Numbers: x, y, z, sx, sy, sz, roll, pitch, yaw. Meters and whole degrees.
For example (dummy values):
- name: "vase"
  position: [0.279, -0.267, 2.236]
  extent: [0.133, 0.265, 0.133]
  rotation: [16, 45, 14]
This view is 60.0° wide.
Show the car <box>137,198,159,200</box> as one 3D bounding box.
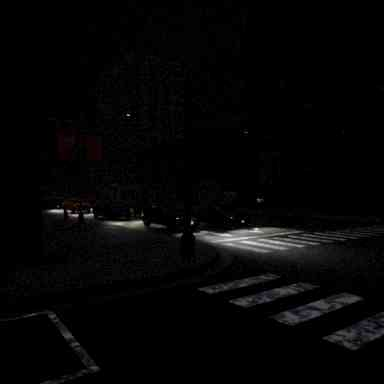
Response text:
- name: "car"
  position: [-3.578, 1.313, 29.243]
  extent: [2.097, 1.767, 4.553]
  rotation: [0, 0, -36]

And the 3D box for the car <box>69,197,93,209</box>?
- name: "car"
  position: [-15.260, 1.457, 45.541]
  extent: [1.812, 1.442, 4.674]
  rotation: [0, 0, -35]

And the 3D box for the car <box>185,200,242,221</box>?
- name: "car"
  position: [1.697, 1.455, 27.819]
  extent: [2.128, 1.511, 4.902]
  rotation: [0, 0, -36]

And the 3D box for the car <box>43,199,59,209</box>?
- name: "car"
  position: [-18.382, 1.535, 44.322]
  extent: [1.895, 1.301, 4.718]
  rotation: [0, 0, -35]

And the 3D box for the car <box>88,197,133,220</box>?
- name: "car"
  position: [-6.851, 1.441, 28.227]
  extent: [1.882, 1.535, 5.008]
  rotation: [0, 0, -36]

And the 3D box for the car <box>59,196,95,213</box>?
- name: "car"
  position: [-12.623, 1.426, 36.249]
  extent: [1.882, 1.535, 5.008]
  rotation: [0, 0, -35]

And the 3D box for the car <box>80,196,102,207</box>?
- name: "car"
  position: [-15.890, 1.424, 52.235]
  extent: [1.837, 1.490, 4.892]
  rotation: [0, 1, -36]

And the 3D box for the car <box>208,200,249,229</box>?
- name: "car"
  position: [1.663, 1.500, 21.995]
  extent: [1.812, 1.442, 4.674]
  rotation: [0, 0, -37]

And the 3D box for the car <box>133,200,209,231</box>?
- name: "car"
  position: [-1.434, 1.469, 20.704]
  extent: [2.128, 1.511, 4.902]
  rotation: [0, 0, -36]
